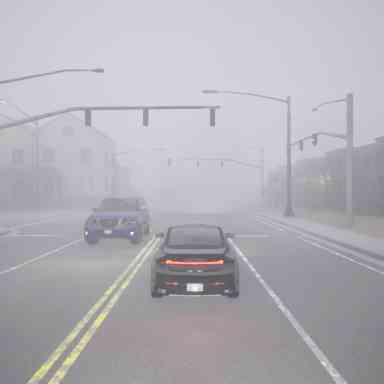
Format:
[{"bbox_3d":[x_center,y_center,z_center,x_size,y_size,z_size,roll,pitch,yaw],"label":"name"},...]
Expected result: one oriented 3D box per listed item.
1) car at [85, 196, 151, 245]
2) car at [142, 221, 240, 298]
[{"bbox_3d":[-3.299,1.221,15.910,2.150,2.045,5.566,0,0,0],"label":"car"},{"bbox_3d":[0.077,1.505,8.528,1.837,1.490,4.892,0,0,1],"label":"car"}]
